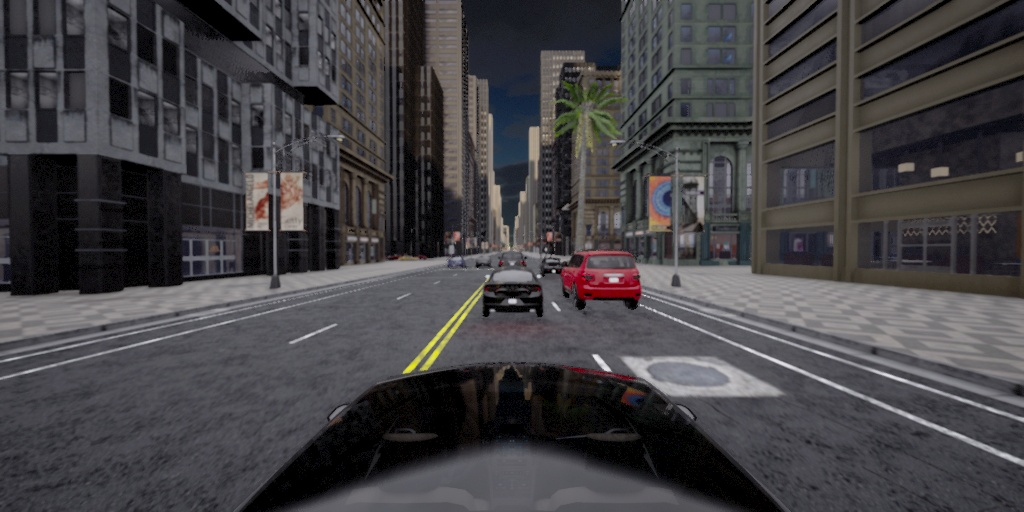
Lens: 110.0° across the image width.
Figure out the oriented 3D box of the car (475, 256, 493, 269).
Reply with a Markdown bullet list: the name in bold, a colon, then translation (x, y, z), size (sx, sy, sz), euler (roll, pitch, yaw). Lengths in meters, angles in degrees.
- **car**: translation (-3.379, 0.741, 43.429), size (1.837, 1.490, 4.892), euler (0, 0, 0)

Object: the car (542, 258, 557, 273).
- **car**: translation (3.297, 0.904, 30.549), size (1.837, 1.490, 4.892), euler (0, 1, 0)

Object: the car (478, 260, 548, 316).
- **car**: translation (0.044, 1.094, 12.706), size (1.882, 1.535, 5.008), euler (0, 1, 1)

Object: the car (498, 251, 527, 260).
- **car**: translation (0.042, 0.636, 29.389), size (2.150, 2.045, 5.566), euler (0, 1, 0)

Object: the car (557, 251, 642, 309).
- **car**: translation (3.301, 0.821, 14.228), size (2.150, 2.045, 5.566), euler (0, 1, 0)

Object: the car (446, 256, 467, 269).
- **car**: translation (-6.628, 0.762, 43.253), size (1.812, 1.442, 4.674), euler (0, 1, 0)
